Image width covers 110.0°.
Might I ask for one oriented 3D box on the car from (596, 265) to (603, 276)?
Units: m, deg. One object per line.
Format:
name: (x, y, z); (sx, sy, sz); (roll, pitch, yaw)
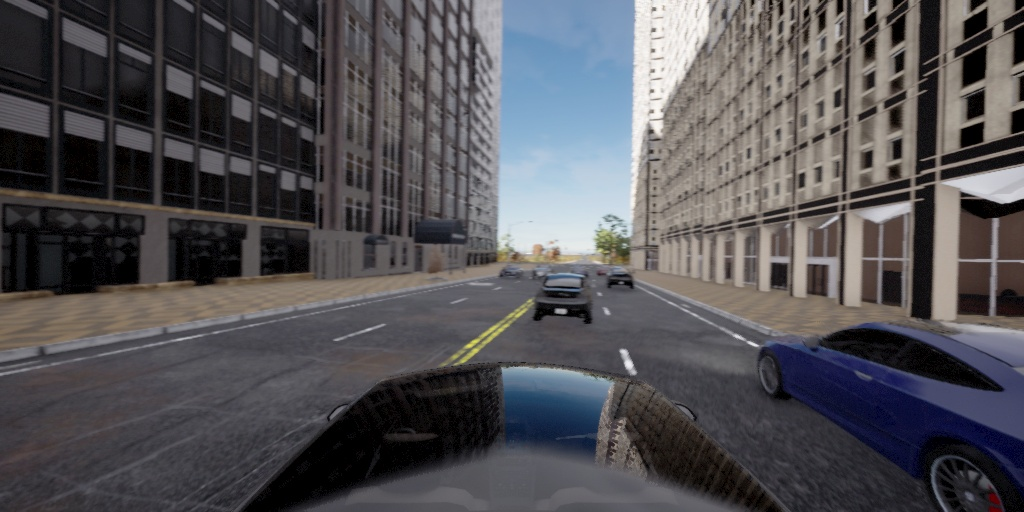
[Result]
car: (12.190, 1.921, 47.099); (1.994, 1.385, 4.181); (1, 0, 12)

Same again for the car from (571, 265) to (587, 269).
car: (7.723, 1.781, 41.374); (1.994, 1.385, 4.181); (1, 0, 12)

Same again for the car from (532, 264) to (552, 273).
car: (3.200, 1.573, 36.359); (2.128, 1.511, 4.902); (1, 0, 12)

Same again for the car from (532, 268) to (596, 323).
car: (1.919, 1.385, 12.899); (1.837, 1.490, 4.892); (1, 0, 12)

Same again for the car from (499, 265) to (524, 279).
car: (-0.008, 1.577, 36.889); (1.994, 1.385, 4.181); (1, 0, 12)

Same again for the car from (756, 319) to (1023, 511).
car: (4.415, 1.390, 3.679); (1.812, 1.442, 4.674); (1, 0, 12)

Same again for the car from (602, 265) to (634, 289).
car: (8.153, 1.633, 27.438); (1.837, 1.490, 4.892); (1, 0, 12)
